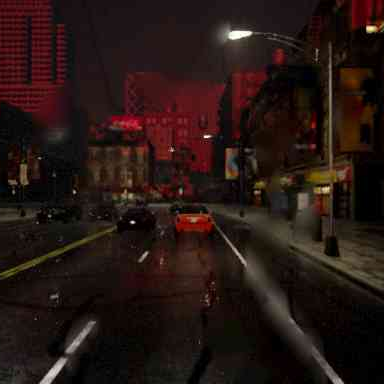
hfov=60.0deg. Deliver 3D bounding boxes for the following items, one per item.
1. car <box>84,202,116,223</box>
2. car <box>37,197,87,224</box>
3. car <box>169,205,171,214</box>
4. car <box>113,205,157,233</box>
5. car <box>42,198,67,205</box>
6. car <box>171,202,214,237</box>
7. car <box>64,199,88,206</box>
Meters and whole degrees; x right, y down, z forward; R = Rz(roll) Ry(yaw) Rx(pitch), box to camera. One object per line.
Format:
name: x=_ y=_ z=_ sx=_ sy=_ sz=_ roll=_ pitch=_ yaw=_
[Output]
car: x=-7.362 y=1.734 z=28.250 sx=1.837 sy=1.490 sz=4.892 roll=1 pitch=0 yaw=-4
car: x=-10.684 y=1.445 z=27.486 sx=2.150 sy=2.045 sz=5.566 roll=0 pitch=0 yaw=-2
car: x=-1.333 y=1.789 z=36.691 sx=2.128 sy=1.511 sz=4.902 roll=0 pitch=-1 yaw=-13
car: x=-3.405 y=1.736 z=21.134 sx=1.994 sy=1.385 sz=4.181 roll=0 pitch=0 yaw=0
car: x=-29.269 y=2.094 z=70.898 sx=4.674 sy=1.452 sz=2.002 roll=0 pitch=0 yaw=20
car: x=0.096 y=1.510 z=19.354 sx=2.097 sy=1.767 sz=4.553 roll=0 pitch=0 yaw=0
car: x=-23.966 y=2.152 z=68.727 sx=4.718 sy=1.301 sz=1.895 roll=0 pitch=-1 yaw=30
